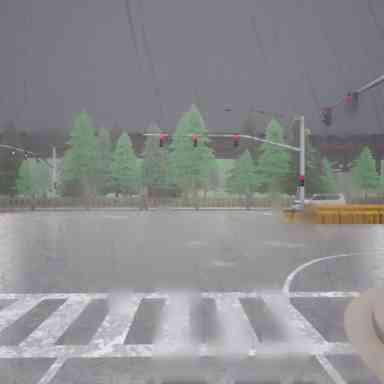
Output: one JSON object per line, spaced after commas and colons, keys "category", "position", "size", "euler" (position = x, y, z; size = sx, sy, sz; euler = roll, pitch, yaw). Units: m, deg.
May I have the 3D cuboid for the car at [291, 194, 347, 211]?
{"category": "car", "position": [13.535, 1.221, 35.445], "size": [5.566, 2.045, 2.150], "euler": [0, 0, -2]}
